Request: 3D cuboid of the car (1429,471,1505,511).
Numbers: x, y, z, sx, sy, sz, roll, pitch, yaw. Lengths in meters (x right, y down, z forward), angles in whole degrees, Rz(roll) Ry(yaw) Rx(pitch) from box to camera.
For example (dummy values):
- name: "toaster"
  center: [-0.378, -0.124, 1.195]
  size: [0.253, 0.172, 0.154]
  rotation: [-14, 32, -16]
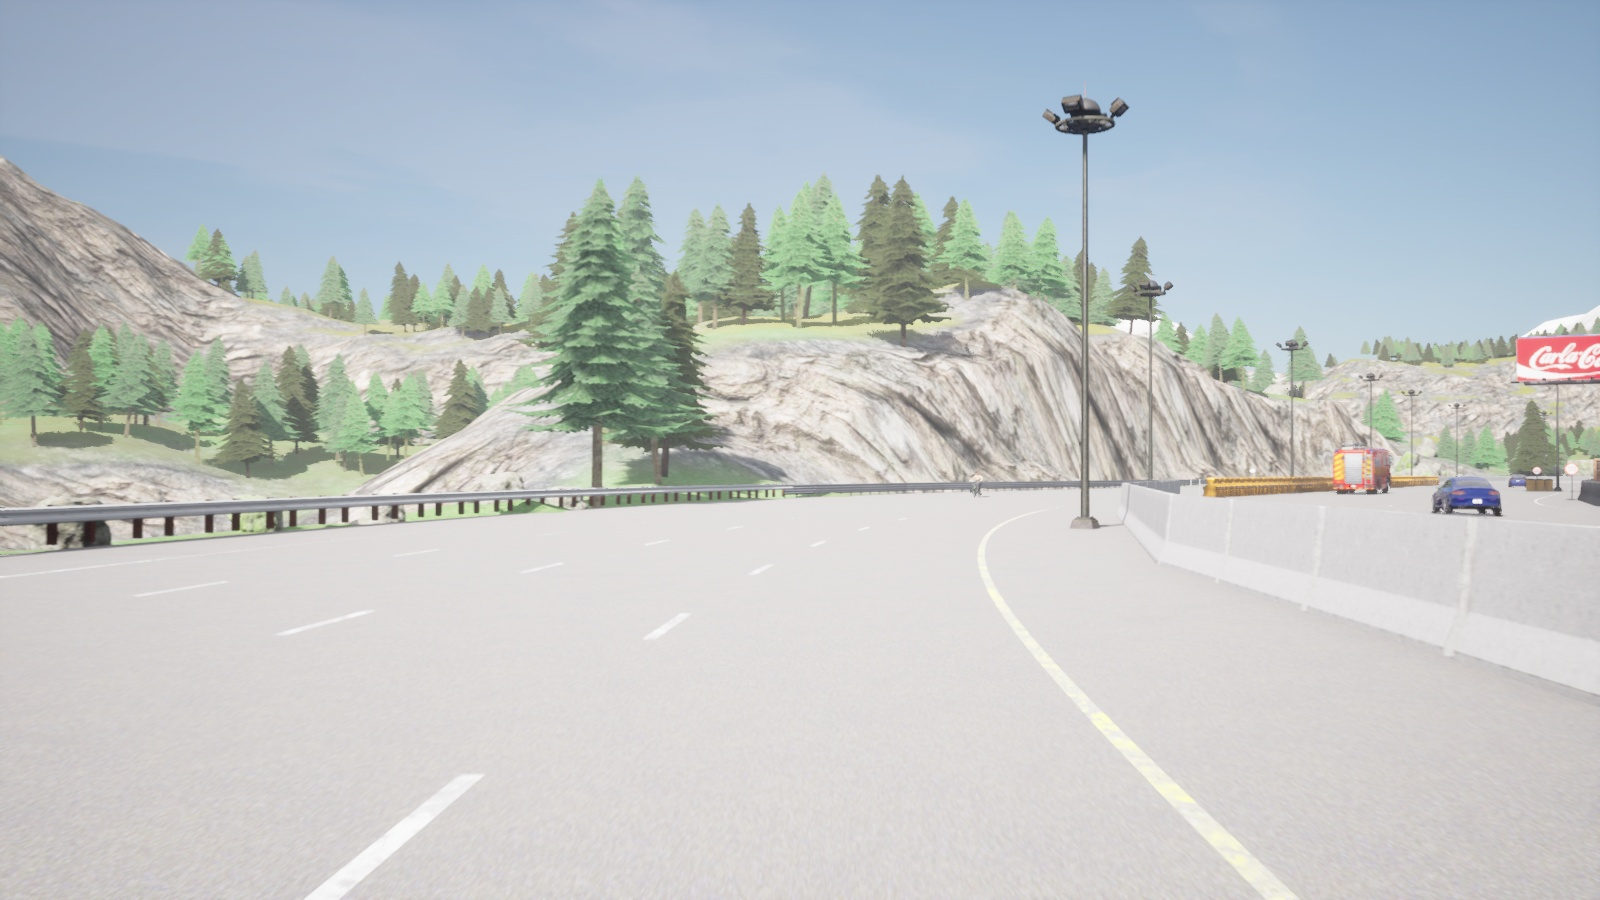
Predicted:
- name: "car"
  center: [25.491, 1.546, 48.142]
  size: [1.812, 1.442, 4.674]
  rotation: [-1, -1, 19]
